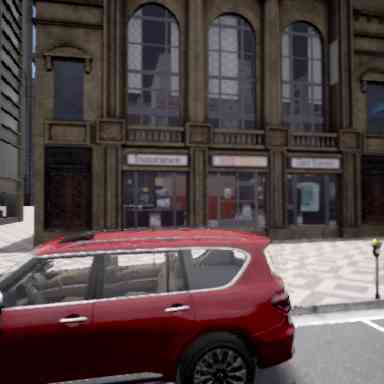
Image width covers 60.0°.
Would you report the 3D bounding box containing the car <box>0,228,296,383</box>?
[{"bbox_3d":[-1.213,1.444,4.158,5.009,1.841,2.192,0,-1,-11],"label":"car"}]
